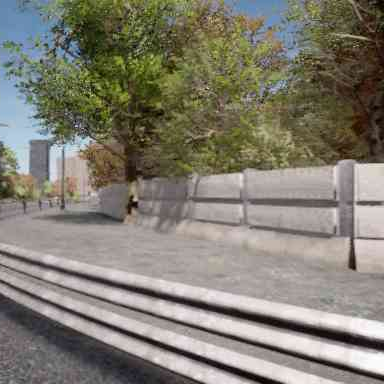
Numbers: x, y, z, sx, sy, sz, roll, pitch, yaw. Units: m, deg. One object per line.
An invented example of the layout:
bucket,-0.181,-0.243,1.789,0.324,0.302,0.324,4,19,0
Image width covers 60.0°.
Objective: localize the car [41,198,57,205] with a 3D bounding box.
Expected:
car,-28.915,1.957,66.488,1.994,1.385,4.181,1,-1,-15
